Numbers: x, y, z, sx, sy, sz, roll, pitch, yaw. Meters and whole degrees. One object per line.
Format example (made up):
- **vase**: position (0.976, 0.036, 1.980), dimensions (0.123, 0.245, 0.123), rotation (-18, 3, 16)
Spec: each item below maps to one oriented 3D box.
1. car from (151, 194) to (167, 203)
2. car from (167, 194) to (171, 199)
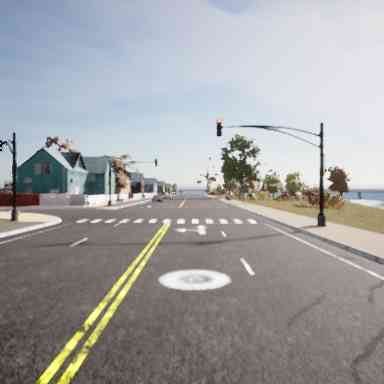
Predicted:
- **car**: position (-6.498, 1.219, 62.593), dimensions (2.128, 1.511, 4.902), rotation (0, 1, 0)
- **car**: position (-6.499, 1.217, 85.165), dimensions (1.895, 1.301, 4.718), rotation (0, 0, 0)
